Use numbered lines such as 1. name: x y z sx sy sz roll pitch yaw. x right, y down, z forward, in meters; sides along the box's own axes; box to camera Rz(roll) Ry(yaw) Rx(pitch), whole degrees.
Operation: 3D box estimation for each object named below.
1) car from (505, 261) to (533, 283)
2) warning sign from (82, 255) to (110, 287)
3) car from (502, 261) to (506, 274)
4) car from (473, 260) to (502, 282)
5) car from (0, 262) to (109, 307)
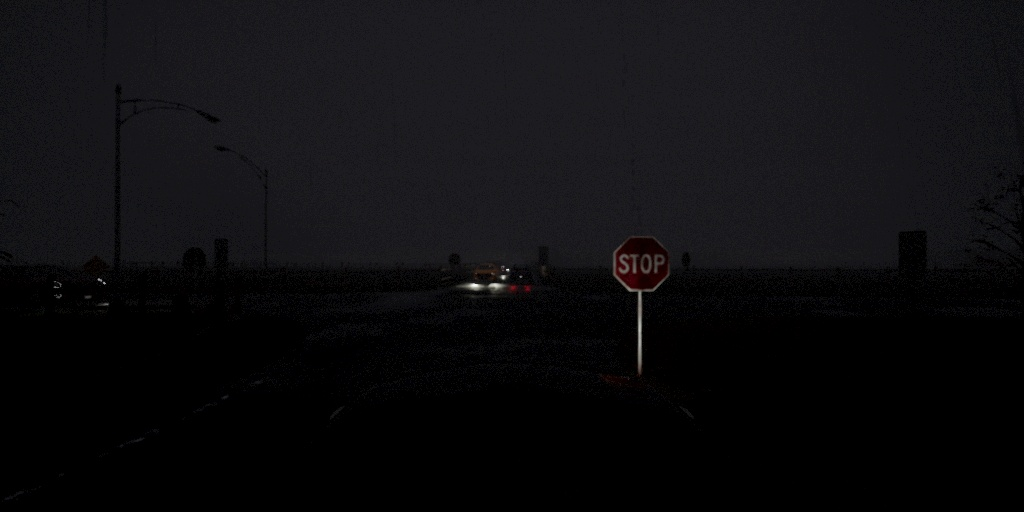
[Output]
1. car: 0.747 1.426 30.501 2.128 1.511 4.902 0 0 1
2. warning sign: -23.763 0.894 20.447 1.060 1.860 1.300 0 0 1
3. car: -1.845 1.361 45.696 2.097 1.767 4.553 0 0 1
4. car: -2.188 1.415 31.187 1.882 1.535 5.008 0 0 1
5. car: -19.995 1.130 15.070 4.553 1.767 2.097 0 0 1
